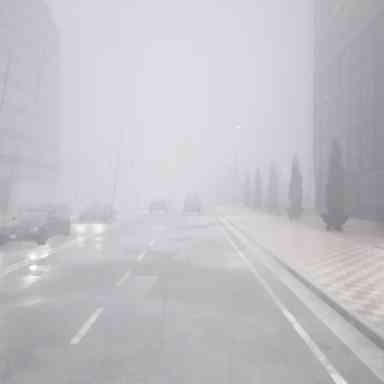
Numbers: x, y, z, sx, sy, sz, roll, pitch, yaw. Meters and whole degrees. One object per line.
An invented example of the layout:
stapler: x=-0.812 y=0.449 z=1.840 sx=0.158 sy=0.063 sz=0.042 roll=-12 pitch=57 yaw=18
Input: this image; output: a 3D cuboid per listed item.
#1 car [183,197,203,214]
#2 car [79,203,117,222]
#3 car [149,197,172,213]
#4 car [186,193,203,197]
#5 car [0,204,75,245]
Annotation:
car: x=-0.002 y=1.495 z=34.565 sx=2.033 sy=1.411 sz=5.357 roll=0 pitch=0 yaw=0
car: x=-7.085 y=1.523 z=25.350 sx=1.994 sy=1.385 sz=4.181 roll=0 pitch=0 yaw=0
car: x=-3.496 y=1.451 z=35.910 sx=1.837 sy=1.490 sz=4.892 roll=0 pitch=1 yaw=0
car: x=0.312 y=1.154 z=47.120 sx=2.150 sy=2.045 sz=5.566 roll=0 pitch=0 yaw=7
car: x=-7.095 y=1.499 z=15.471 sx=1.812 sy=1.442 sz=4.674 roll=0 pitch=0 yaw=-1
